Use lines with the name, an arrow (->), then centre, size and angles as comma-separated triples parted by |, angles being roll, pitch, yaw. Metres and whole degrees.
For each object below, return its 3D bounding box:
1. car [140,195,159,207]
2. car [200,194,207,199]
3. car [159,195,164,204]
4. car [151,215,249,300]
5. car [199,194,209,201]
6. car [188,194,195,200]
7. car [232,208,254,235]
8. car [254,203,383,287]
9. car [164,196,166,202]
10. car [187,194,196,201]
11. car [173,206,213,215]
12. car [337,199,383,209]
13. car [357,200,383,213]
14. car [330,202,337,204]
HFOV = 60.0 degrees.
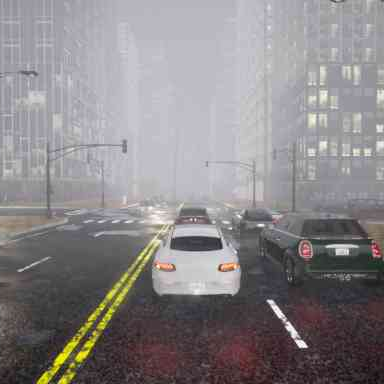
car -> -6.709, 1.528, 50.821 | 1.994, 1.385, 4.181 | 0, 0, 0
car -> 3.036, 1.266, 90.817 | 1.812, 1.442, 4.674 | 0, 0, 0
car -> -6.712, 1.430, 61.146 | 1.882, 1.535, 5.008 | 0, 0, 1
car -> 0.083, 1.522, 8.228 | 1.812, 1.442, 4.674 | 0, 0, 0
car -> 3.062, 1.396, 80.400 | 1.882, 1.535, 5.008 | 0, 0, 0
car -> -0.214, 1.220, 90.810 | 1.882, 1.535, 5.008 | 0, 0, 0
car -> 3.307, 1.555, 17.890 | 1.994, 1.385, 4.181 | 0, 0, 0
car -> 3.329, 1.348, 9.504 | 2.097, 1.767, 4.553 | 0, 0, 0
car -> -6.670, 1.417, 71.521 | 1.882, 1.535, 5.008 | 0, 0, 0
car -> -0.189, 1.418, 80.393 | 1.837, 1.490, 4.892 | 0, 0, 0
car -> 0.059, 1.495, 17.477 | 1.837, 1.490, 4.892 | 0, 0, 0
car -> 16.132, 1.519, 29.641 | 5.009, 1.841, 2.192 | 1, 0, 1
car -> 21.721, 1.642, 37.941 | 4.829, 1.417, 1.752 | 1, 0, 1
car -> 15.072, 1.702, 35.427 | 4.718, 1.301, 1.895 | 0, 1, 0
